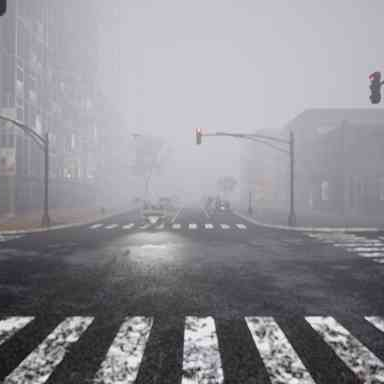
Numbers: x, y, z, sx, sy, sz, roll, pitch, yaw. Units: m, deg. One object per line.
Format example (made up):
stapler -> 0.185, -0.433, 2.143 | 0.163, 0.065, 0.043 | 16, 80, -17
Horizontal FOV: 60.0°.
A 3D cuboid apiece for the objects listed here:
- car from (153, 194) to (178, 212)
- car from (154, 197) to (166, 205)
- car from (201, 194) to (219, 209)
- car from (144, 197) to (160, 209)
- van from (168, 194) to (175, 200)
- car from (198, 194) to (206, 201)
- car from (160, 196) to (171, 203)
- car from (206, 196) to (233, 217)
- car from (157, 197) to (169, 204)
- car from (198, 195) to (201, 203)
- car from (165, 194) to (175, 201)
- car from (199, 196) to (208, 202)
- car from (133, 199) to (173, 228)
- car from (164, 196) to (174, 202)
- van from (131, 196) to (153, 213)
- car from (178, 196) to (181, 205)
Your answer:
car -> -3.108, 1.372, 38.614 | 2.097, 1.767, 4.553 | 0, 0, 0
car -> -5.696, 1.613, 59.525 | 1.802, 1.307, 4.206 | 1, 0, 0
car -> 2.694, 1.338, 42.544 | 2.192, 1.841, 5.009 | 1, 0, 0
car -> -5.691, 1.551, 48.007 | 1.752, 1.417, 4.829 | 1, 0, 0
van -> -5.703, 1.387, 93.569 | 1.690, 1.788, 3.998 | 1, 0, 0
car -> 2.677, 1.484, 87.936 | 1.967, 1.590, 4.097 | 1, 0, 0
car -> -5.700, 1.602, 70.873 | 1.947, 1.339, 4.313 | 1, 0, 0
car -> 2.695, 1.458, 31.196 | 1.967, 1.590, 4.097 | 1, 0, 0
car -> -5.698, 1.599, 65.199 | 1.947, 1.339, 4.313 | 1, 0, 0
car -> 2.686, 1.349, 65.241 | 2.192, 1.841, 5.009 | 1, 0, 0
car -> -5.700, 1.359, 87.895 | 2.192, 1.841, 5.009 | 1, 0, 0
car -> 2.678, 1.605, 76.588 | 1.947, 1.339, 4.313 | 1, 0, 0
car -> -2.630, 1.505, 22.611 | 2.128, 1.511, 4.902 | 0, 0, -7
car -> -5.703, 1.592, 82.221 | 2.008, 1.369, 4.403 | 1, 0, 0
van -> -5.685, 1.361, 36.829 | 1.690, 1.788, 3.998 | 1, 0, 0
car -> -3.075, 1.381, 58.024 | 2.097, 1.767, 4.553 | 0, 0, 0
